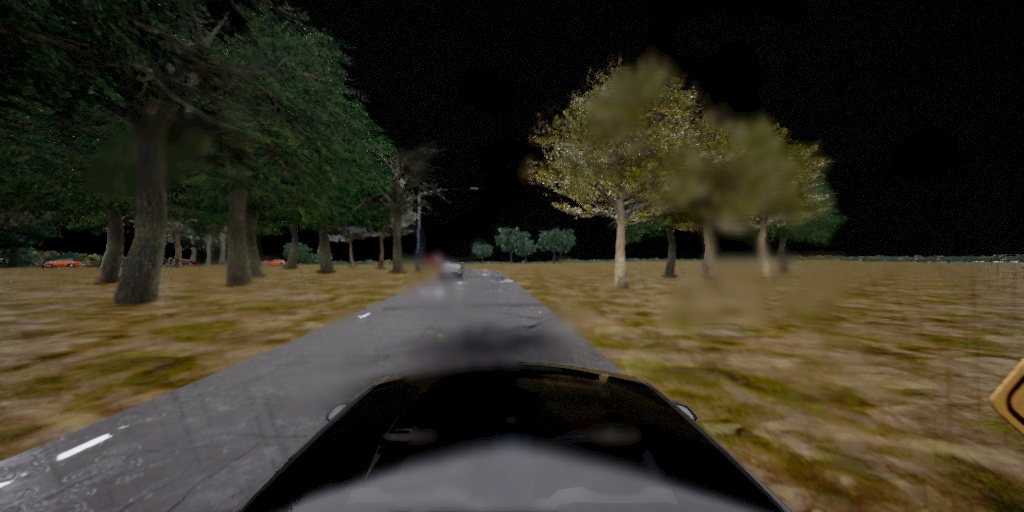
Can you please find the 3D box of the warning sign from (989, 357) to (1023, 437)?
[{"bbox_3d":[2.673,0.858,1.478,1.300,1.860,1.060,0,0,0],"label":"warning sign"}]

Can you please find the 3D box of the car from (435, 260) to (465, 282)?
[{"bbox_3d":[-5.051,1.305,30.596,1.882,1.535,5.008,0,0,-5],"label":"car"}]
